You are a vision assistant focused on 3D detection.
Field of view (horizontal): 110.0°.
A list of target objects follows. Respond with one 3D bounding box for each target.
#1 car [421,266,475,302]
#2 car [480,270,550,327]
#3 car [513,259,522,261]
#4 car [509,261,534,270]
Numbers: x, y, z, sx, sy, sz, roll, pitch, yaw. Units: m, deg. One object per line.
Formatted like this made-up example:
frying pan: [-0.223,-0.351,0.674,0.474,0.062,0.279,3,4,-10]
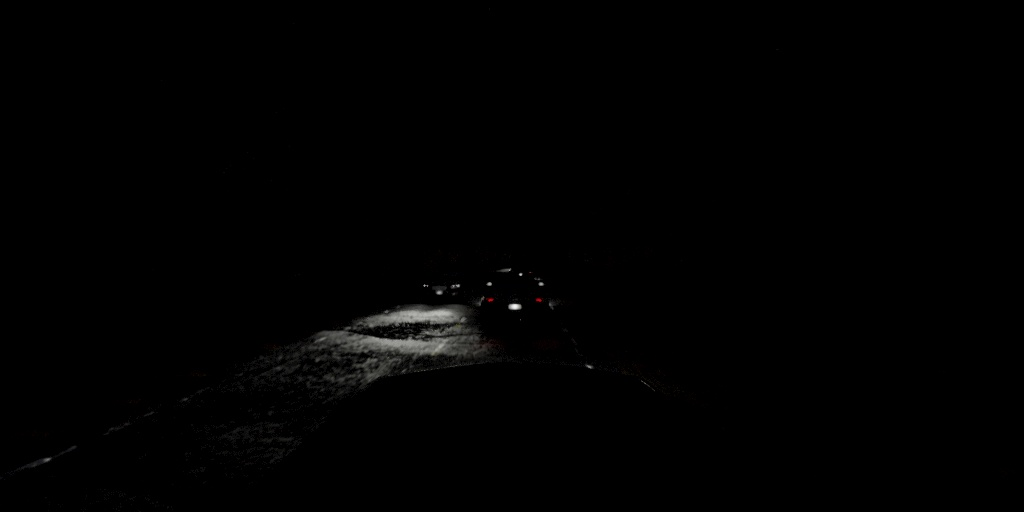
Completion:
car: [-2.946,1.258,17.338,2.128,1.511,4.902,0,0,2]
car: [0.107,1.323,11.566,1.994,1.385,4.181,0,0,1]
car: [0.751,1.288,58.275,2.128,1.511,4.902,0,0,9]
car: [0.803,1.339,28.534,1.994,1.385,4.181,0,0,3]
